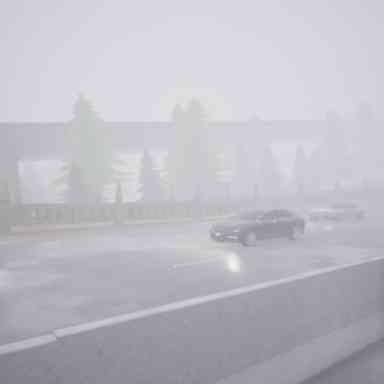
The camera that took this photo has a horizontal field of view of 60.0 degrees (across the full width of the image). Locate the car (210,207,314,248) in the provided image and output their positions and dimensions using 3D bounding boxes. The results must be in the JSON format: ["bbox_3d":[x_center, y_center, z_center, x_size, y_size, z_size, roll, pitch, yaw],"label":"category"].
[{"bbox_3d":[2.999,1.447,14.711,4.892,1.490,1.837,0,0,-35],"label":"car"}]

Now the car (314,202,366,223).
[{"bbox_3d":[10.713,1.430,24.419,4.718,1.301,1.895,-2,1,-35],"label":"car"}]
